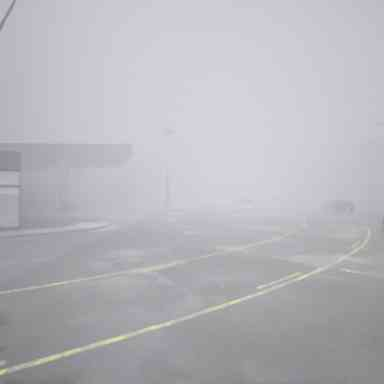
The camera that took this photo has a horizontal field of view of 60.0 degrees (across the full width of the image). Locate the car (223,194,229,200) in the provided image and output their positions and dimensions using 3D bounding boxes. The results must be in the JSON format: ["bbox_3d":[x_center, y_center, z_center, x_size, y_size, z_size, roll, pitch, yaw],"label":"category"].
[{"bbox_3d":[10.077,1.460,88.861,1.882,1.535,5.008,0,0,1],"label":"car"}]

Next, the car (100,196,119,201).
[{"bbox_3d":[-20.777,1.619,83.635,4.674,1.442,1.812,0,0,1],"label":"car"}]

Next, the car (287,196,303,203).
[{"bbox_3d":[20.050,1.465,64.570,1.812,1.442,4.674,0,0,2],"label":"car"}]

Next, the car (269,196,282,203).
[{"bbox_3d":[16.594,1.445,66.326,2.128,1.511,4.902,0,0,2],"label":"car"}]

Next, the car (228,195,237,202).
[{"bbox_3d":[9.667,1.533,73.034,1.994,1.385,4.181,0,0,1],"label":"car"}]

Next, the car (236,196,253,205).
[{"bbox_3d":[9.196,1.542,56.874,1.994,1.385,4.181,0,0,2],"label":"car"}]

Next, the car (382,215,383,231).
[{"bbox_3d":[10.879,1.565,17.089,1.895,1.301,4.718,0,0,28],"label":"car"}]

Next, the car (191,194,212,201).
[{"bbox_3d":[2.119,1.365,83.131,4.553,1.767,2.097,0,0,1],"label":"car"}]

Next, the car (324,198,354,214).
[{"bbox_3d":[15.571,1.457,35.344,1.837,1.490,4.892,0,1,4],"label":"car"}]
